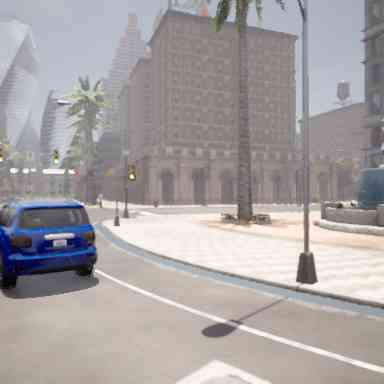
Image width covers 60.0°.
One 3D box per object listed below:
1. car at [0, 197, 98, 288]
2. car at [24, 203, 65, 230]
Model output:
[{"bbox_3d":[-4.599,1.285,9.844,2.150,2.045,5.566,0,0,-35],"label":"car"},{"bbox_3d":[-10.368,1.630,23.792,1.882,1.535,5.008,-1,0,-14],"label":"car"}]
